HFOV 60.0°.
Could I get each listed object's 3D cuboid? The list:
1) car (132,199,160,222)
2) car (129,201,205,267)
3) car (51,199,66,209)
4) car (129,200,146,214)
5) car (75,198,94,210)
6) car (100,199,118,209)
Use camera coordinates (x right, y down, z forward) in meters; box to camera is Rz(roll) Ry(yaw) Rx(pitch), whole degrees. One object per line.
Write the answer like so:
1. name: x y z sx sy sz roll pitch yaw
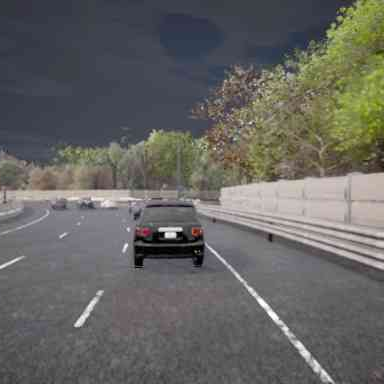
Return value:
1. car: -4.192 1.550 29.478 2.097 1.767 4.553 0 0 -13
2. car: -0.912 1.312 11.922 2.150 2.045 5.566 0 0 -7
3. car: -19.648 1.765 48.889 2.128 1.511 4.902 0 0 -28
4. car: -6.687 1.790 40.527 1.812 1.442 4.674 0 0 -11
5. car: -15.936 1.641 49.283 2.097 1.767 4.553 0 0 -27
6. car: -12.619 1.836 50.532 1.812 1.442 4.674 1 0 -27
